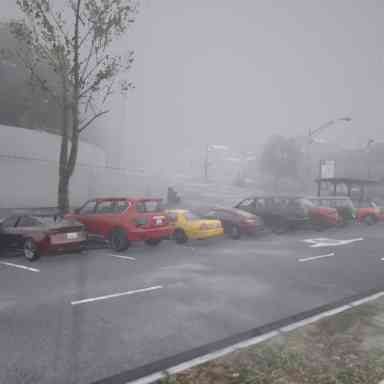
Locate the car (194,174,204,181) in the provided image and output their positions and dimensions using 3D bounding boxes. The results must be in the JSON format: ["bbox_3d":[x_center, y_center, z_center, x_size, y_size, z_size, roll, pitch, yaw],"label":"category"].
[{"bbox_3d":[3.720,-3.699,84.903,2.435,2.045,5.566,7,3,34],"label":"car"}]

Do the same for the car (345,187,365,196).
[{"bbox_3d":[26.233,0.136,52.940,2.002,1.452,4.674,7,3,35],"label":"car"}]

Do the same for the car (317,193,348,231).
[{"bbox_3d":[6.413,1.266,21.016,5.566,2.045,2.435,-1,-1,35],"label":"car"}]

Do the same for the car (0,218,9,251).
[{"bbox_3d":[-8.313,1.492,10.599,4.892,1.521,2.231,-1,-1,34],"label":"car"}]

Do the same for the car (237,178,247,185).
[{"bbox_3d":[12.426,-2.044,72.676,2.002,1.452,4.674,7,4,35],"label":"car"}]

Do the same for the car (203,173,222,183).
[{"bbox_3d":[5.572,-3.176,82.644,1.946,1.575,5.366,7,3,34],"label":"car"}]

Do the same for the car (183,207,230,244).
[{"bbox_3d":[-1.132,1.502,15.922,5.366,1.575,1.946,-1,-1,35],"label":"car"}]

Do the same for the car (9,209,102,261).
[{"bbox_3d":[-5.894,1.523,12.346,4.792,1.488,2.163,-1,-1,35],"label":"car"}]

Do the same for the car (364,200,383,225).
[{"bbox_3d":[11.358,1.402,24.439,4.553,1.767,2.185,-1,-1,35],"label":"car"}]

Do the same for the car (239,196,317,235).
[{"bbox_3d":[3.900,1.262,19.310,5.566,2.045,2.435,-1,-1,35],"label":"car"}]

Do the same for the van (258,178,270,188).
[{"bbox_3d":[15.834,-1.764,67.626,1.878,1.987,4.442,7,4,35],"label":"van"}]

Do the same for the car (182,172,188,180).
[{"bbox_3d":[0.193,-4.085,89.837,2.185,1.767,4.553,4,1,33],"label":"car"}]

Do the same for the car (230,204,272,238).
[{"bbox_3d":[1.474,1.548,17.551,4.674,1.452,2.002,-1,-1,35],"label":"car"}]

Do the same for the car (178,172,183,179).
[{"bbox_3d":[-1.580,-4.363,92.183,2.435,2.045,5.566,1,-1,34],"label":"car"}]

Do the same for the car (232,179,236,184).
[{"bbox_3d":[10.682,-2.317,75.137,2.002,1.452,4.674,7,3,35],"label":"car"}]

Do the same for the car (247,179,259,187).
[{"bbox_3d":[14.258,-1.812,70.356,1.946,1.575,5.366,7,3,35],"label":"car"}]

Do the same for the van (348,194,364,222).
[{"bbox_3d":[8.950,1.296,22.687,4.442,1.987,1.878,-1,-1,35],"label":"van"}]

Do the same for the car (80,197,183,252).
[{"bbox_3d":[-3.451,1.247,14.093,5.566,2.045,2.435,-1,-1,34],"label":"car"}]

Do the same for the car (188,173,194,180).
[{"bbox_3d":[1.925,-3.851,87.368,2.185,1.767,4.553,6,3,34],"label":"car"}]

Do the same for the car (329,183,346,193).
[{"bbox_3d":[24.541,-0.427,55.412,2.435,2.045,5.566,7,3,35],"label":"car"}]

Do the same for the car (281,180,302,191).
[{"bbox_3d":[19.326,-0.993,62.794,2.231,1.521,4.892,7,3,35],"label":"car"}]

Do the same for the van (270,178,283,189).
[{"bbox_3d":[17.565,-1.491,65.156,1.878,1.987,4.442,7,4,35],"label":"van"}]
